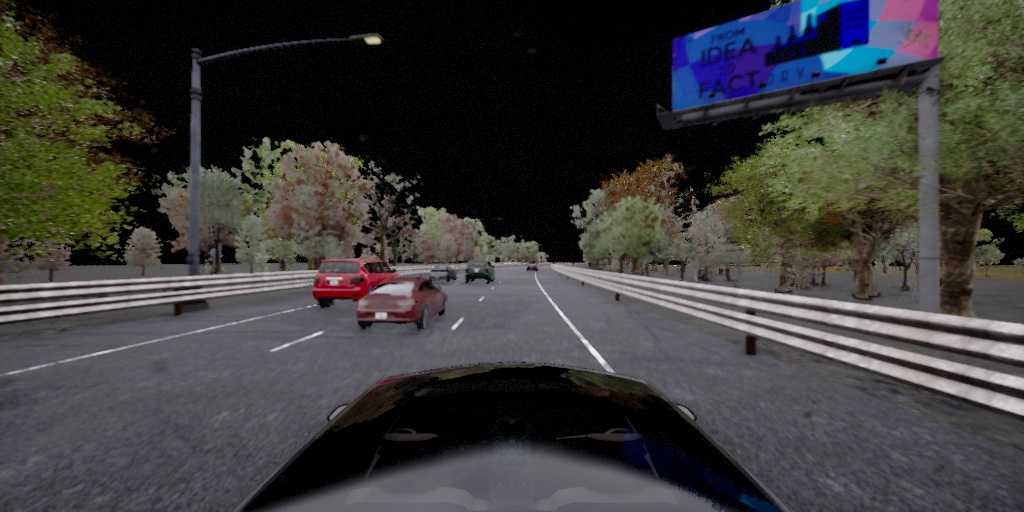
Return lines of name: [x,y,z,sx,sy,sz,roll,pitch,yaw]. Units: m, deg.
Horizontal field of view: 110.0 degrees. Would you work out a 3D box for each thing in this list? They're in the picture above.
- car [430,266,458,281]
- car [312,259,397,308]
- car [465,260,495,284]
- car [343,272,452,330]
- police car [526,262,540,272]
car: [-6.261,1.636,33.031,2.128,1.511,4.902,0,-1,2]
car: [-6.753,1.148,16.386,2.150,2.045,5.566,0,-1,1]
car: [-2.802,1.357,32.053,2.150,2.045,5.566,0,-1,2]
car: [-3.329,1.394,11.497,1.812,1.442,4.674,0,-1,1]
police car: [3.639,2.023,65.166,1.930,1.638,5.238,0,-1,5]
